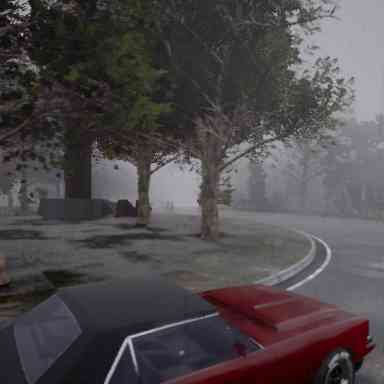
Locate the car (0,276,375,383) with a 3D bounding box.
[{"bbox_3d":[-0.248,1.612,3.395,4.718,1.301,1.895,1,0,-32],"label":"car"}]

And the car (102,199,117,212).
[{"bbox_3d":[-10.465,1.568,38.515,5.008,1.535,1.882,0,0,3],"label":"car"}]
